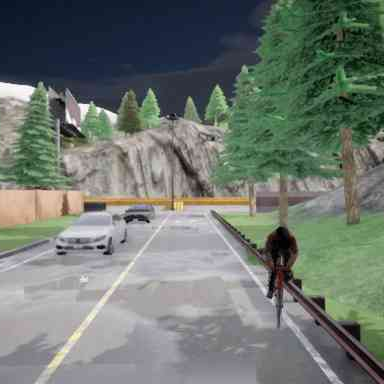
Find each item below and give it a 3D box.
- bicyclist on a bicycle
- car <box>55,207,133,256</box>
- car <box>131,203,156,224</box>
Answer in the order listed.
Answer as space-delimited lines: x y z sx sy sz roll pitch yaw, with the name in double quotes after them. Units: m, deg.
1.498 1.270 5.693 0.582 1.620 1.656 2 22 12 "bicyclist on a bicycle"
-3.755 1.525 13.206 1.812 1.442 4.674 0 0 -1 "car"
-3.853 1.547 25.301 2.033 1.411 5.357 0 0 0 "car"
